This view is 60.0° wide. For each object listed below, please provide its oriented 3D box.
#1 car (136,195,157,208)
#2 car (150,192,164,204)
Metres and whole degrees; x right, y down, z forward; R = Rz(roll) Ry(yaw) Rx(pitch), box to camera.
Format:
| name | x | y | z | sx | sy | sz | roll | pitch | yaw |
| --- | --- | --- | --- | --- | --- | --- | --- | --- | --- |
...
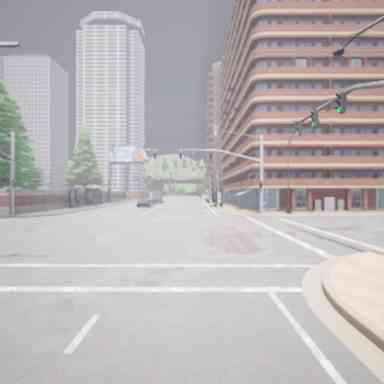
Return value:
| name | x | y | z | sx | sy | sz | roll | pitch | yaw |
| --- | --- | --- | --- | --- | --- | --- | --- | --- | --- |
| car | -6.985 | 1.609 | 49.538 | 2.033 | 1.411 | 5.357 | 0 | 0 | 0 |
| car | -6.891 | 1.434 | 66.371 | 2.097 | 1.767 | 4.553 | 0 | 0 | 1 |
